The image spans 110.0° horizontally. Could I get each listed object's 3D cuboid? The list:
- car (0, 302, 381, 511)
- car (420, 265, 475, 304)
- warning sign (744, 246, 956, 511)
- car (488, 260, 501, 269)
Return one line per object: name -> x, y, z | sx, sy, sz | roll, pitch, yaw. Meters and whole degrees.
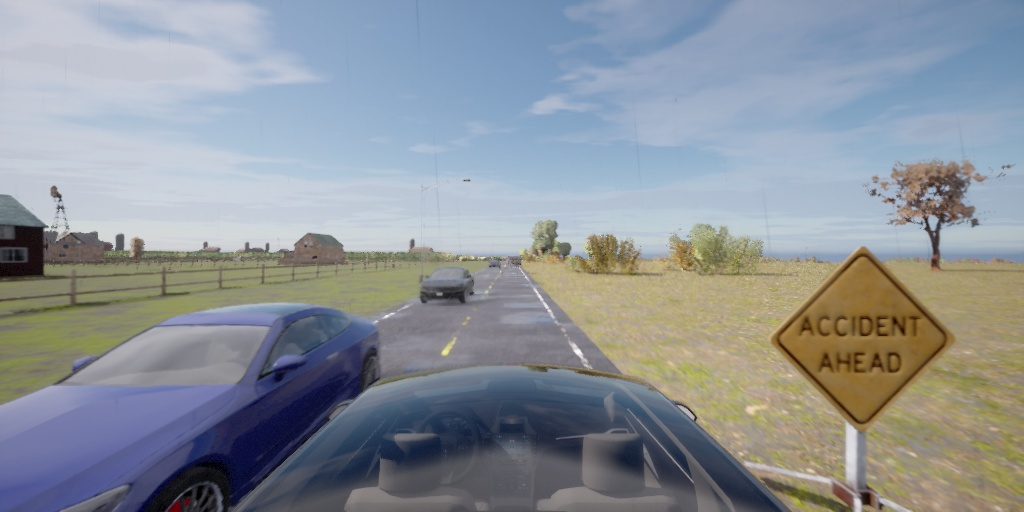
car -> -2.850, 1.278, 3.697 | 1.812, 1.442, 4.674 | 0, 0, 0
car -> -2.853, 1.223, 16.674 | 1.882, 1.535, 5.008 | 0, 0, 0
warning sign -> 2.452, 0.862, 2.557 | 1.300, 1.860, 1.060 | 0, 0, 0
car -> -2.873, 1.363, 59.305 | 1.994, 1.385, 4.181 | 0, 0, 1
